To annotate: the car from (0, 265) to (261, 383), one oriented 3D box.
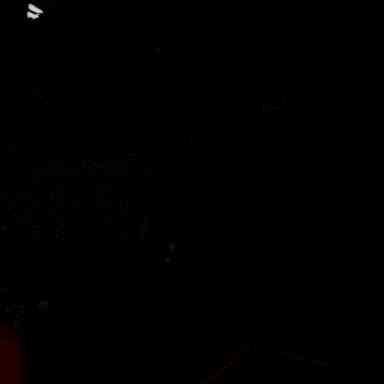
[{"bbox_3d":[-1.453,1.570,3.922,4.507,1.381,1.887,-1,-1,36],"label":"car"}]
